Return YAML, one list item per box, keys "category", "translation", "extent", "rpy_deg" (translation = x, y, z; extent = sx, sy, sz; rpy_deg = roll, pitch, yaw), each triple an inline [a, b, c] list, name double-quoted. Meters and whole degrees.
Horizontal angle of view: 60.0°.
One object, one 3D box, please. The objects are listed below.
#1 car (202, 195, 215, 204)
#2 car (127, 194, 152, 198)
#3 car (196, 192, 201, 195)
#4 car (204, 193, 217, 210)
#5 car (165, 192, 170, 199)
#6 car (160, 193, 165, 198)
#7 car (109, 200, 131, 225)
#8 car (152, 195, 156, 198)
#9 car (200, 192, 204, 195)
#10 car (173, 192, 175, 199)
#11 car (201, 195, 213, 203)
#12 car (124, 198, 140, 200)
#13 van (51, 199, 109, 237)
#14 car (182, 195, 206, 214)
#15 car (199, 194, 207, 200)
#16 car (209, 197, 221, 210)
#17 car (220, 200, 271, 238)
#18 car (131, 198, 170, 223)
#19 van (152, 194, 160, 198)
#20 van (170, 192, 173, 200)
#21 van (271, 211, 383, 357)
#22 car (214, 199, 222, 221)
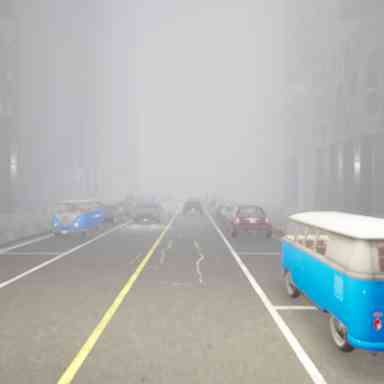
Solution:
- category: "car"
  translation: [2.767, 1.287, 56.574]
  extent: [1.887, 1.381, 4.507]
  rpy_deg: [0, 0, 0]
- category: "car"
  translation: [-5.761, 1.159, 34.018]
  extent: [2.192, 1.841, 5.009]
  rpy_deg: [0, 0, 0]
- category: "car"
  translation: [0.029, 1.231, 49.161]
  extent: [1.801, 1.575, 5.366]
  rpy_deg: [0, 0, 0]
- category: "car"
  translation: [2.765, 1.259, 39.664]
  extent: [1.967, 1.590, 4.097]
  rpy_deg: [0, 0, 0]
- category: "car"
  translation: [-5.757, 1.157, 62.202]
  extent: [1.967, 1.590, 4.097]
  rpy_deg: [0, 0, 0]
- category: "car"
  translation: [-5.759, 1.208, 50.929]
  extent: [1.967, 1.590, 4.097]
  rpy_deg: [0, 0, 0]
- category: "car"
  translation: [-5.762, 1.461, 22.746]
  extent: [1.947, 1.339, 4.313]
  rpy_deg: [0, 0, 0]
- category: "car"
  translation: [-5.760, 1.363, 39.656]
  extent: [1.887, 1.381, 4.507]
  rpy_deg: [0, 0, 0]
- category: "car"
  translation: [2.766, 1.083, 50.937]
  extent: [2.192, 1.841, 5.009]
  rpy_deg: [0, 0, 0]
- category: "car"
  translation: [-5.755, 1.168, 78.943]
  extent: [1.752, 1.417, 4.829]
  rpy_deg: [0, 0, 0]
- category: "car"
  translation: [2.768, 1.283, 62.210]
  extent: [1.947, 1.339, 4.313]
  rpy_deg: [0, 0, 0]
- category: "car"
  translation: [-5.761, 1.436, 28.383]
  extent: [1.947, 1.339, 4.313]
  rpy_deg: [0, 0, 0]
- category: "van"
  translation: [-5.763, 1.262, 17.108]
  extent: [1.690, 1.788, 3.998]
  rpy_deg: [0, 0, 0]
- category: "car"
  translation: [0.100, 1.354, 32.402]
  extent: [1.837, 1.490, 4.892]
  rpy_deg: [0, 0, 0]
- category: "car"
  translation: [2.771, 1.184, 84.755]
  extent: [1.947, 1.339, 4.313]
  rpy_deg: [0, 0, 0]
- category: "car"
  translation: [2.764, 1.420, 28.392]
  extent: [2.008, 1.369, 4.403]
  rpy_deg: [0, 0, 0]
- category: "car"
  translation: [2.762, 1.361, 17.120]
  extent: [1.967, 1.590, 4.097]
  rpy_deg: [0, 0, 0]
- category: "car"
  translation: [-3.032, 1.436, 24.414]
  extent: [2.033, 1.411, 5.357]
  rpy_deg: [0, 0, 1]
- category: "van"
  translation: [-5.760, 1.134, 45.292]
  extent: [1.690, 1.788, 3.998]
  rpy_deg: [0, 0, 0]
- category: "van"
  translation: [-5.756, 1.007, 73.475]
  extent: [1.690, 1.788, 3.998]
  rpy_deg: [0, 0, 0]
- category: "van"
  translation: [2.760, 1.314, 5.846]
  extent: [1.690, 1.788, 3.998]
  rpy_deg: [0, 0, 0]
- category: "car"
  translation: [2.763, 1.420, 22.926]
  extent: [1.752, 1.417, 4.829]
  rpy_deg: [0, 0, 0]
